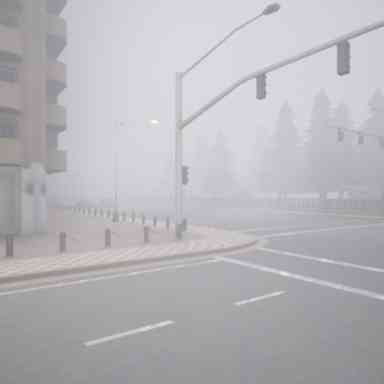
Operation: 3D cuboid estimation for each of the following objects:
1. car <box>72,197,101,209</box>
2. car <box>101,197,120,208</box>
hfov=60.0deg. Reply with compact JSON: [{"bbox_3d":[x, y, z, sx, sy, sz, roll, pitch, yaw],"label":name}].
[{"bbox_3d":[-14.670,1.617,46.086,1.994,1.385,4.181,0,0,-36],"label":"car"},{"bbox_3d":[-12.086,1.560,48.490,1.837,1.490,4.892,0,-1,-35],"label":"car"}]
